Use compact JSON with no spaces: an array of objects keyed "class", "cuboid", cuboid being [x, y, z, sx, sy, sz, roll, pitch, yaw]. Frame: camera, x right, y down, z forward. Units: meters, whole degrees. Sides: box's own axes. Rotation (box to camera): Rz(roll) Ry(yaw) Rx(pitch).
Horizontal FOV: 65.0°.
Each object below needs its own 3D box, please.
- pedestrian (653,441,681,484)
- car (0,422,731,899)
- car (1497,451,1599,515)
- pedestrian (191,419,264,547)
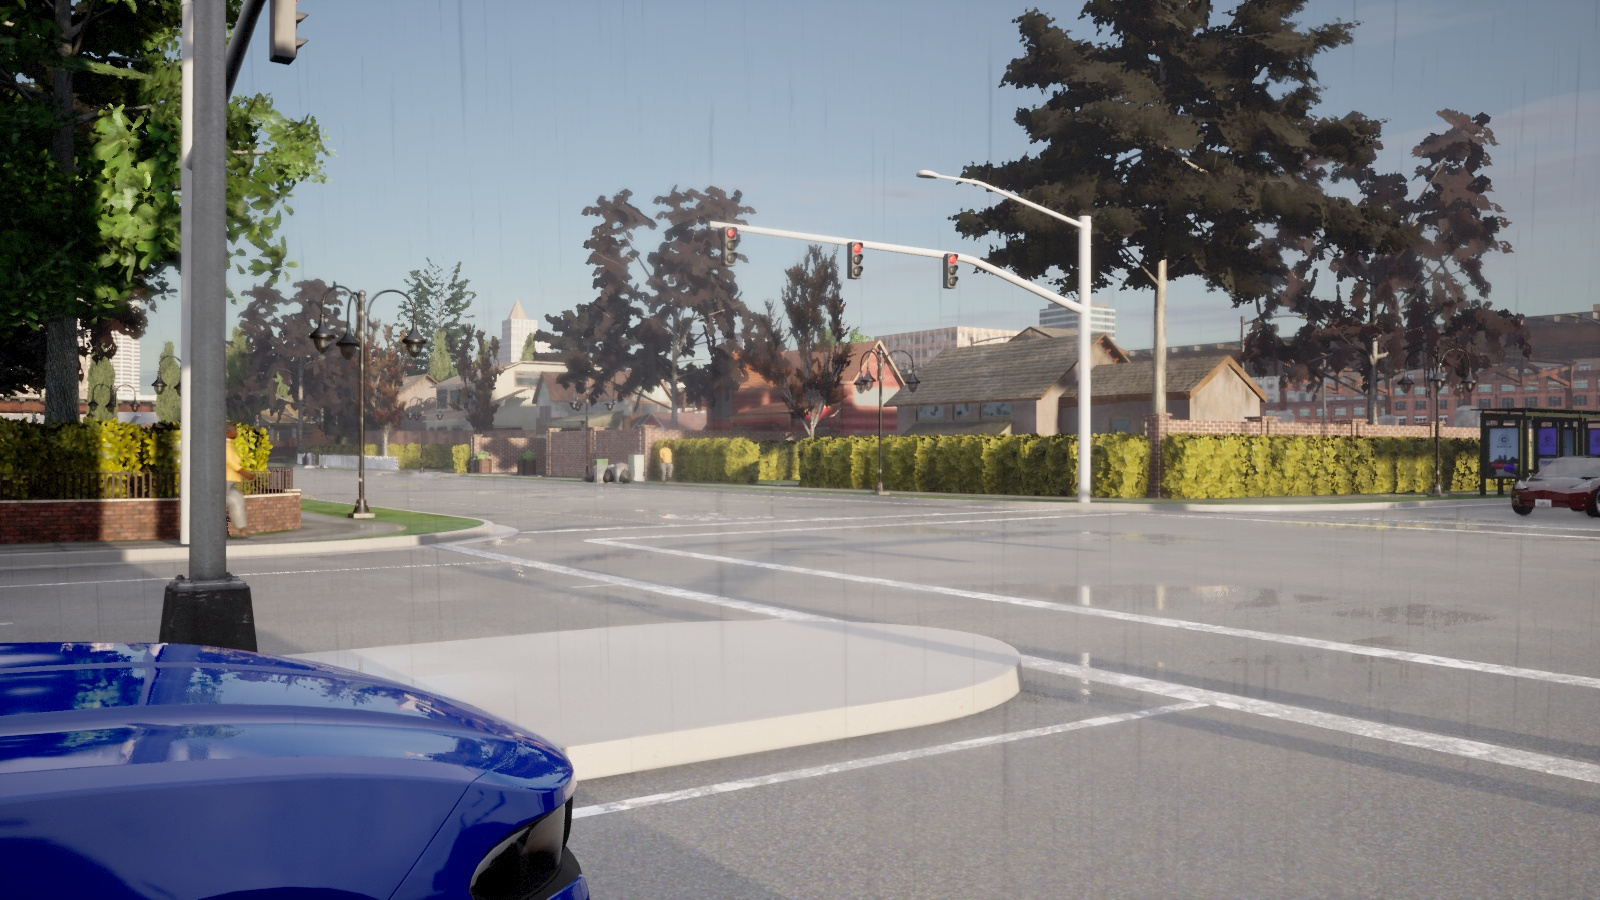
[{"class":"pedestrian","cuboid":[-5.809,0.556,54.864,0.874,1.855,0.900,0,0,-34]},{"class":"car","cuboid":[-2.727,0.733,1.760,5.008,1.535,1.882,0,0,-35]},{"class":"car","cuboid":[19.779,0.780,31.474,4.792,1.488,2.163,0,0,-35]},{"class":"pedestrian","cuboid":[-8.562,0.474,18.765,0.900,1.855,0.874,0,0,-31]}]
